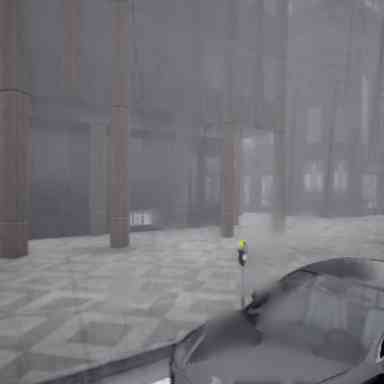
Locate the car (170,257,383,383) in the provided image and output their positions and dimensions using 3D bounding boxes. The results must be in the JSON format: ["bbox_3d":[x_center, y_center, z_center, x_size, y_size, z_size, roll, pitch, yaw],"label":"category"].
[{"bbox_3d":[1.825,1.540,3.787,4.313,1.339,1.947,0,1,-34],"label":"car"}]
